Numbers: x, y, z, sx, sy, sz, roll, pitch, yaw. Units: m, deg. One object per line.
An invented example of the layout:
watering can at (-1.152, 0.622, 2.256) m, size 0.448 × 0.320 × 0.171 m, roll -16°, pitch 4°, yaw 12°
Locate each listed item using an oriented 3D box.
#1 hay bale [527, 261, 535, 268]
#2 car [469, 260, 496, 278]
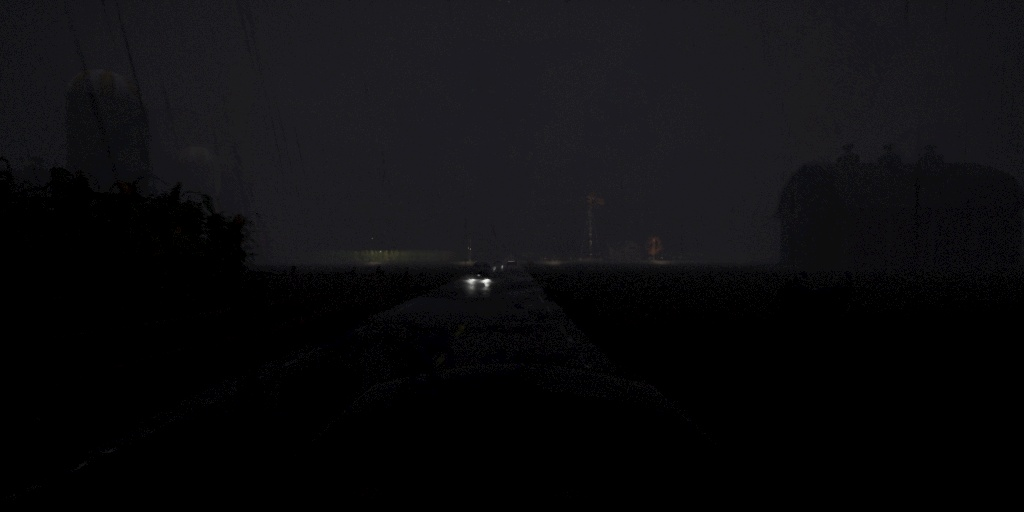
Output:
hay bale at (3.118, 1.363, 59.633) m, size 1.220 × 1.180 × 1.240 m, roll 0°, pitch 0°, yaw 0°
car at (-2.852, 1.283, 33.448) m, size 2.033 × 1.411 × 5.357 m, roll 0°, pitch 0°, yaw 0°
